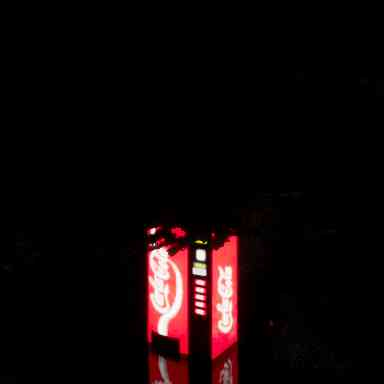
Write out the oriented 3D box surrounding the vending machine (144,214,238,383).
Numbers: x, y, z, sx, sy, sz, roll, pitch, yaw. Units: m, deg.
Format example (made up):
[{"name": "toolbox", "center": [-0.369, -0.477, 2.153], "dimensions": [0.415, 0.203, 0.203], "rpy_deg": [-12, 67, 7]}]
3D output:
[{"name": "vending machine", "center": [0.012, 1.415, 4.824], "dimensions": [0.880, 2.100, 1.100], "rpy_deg": [0, 0, 35]}]
